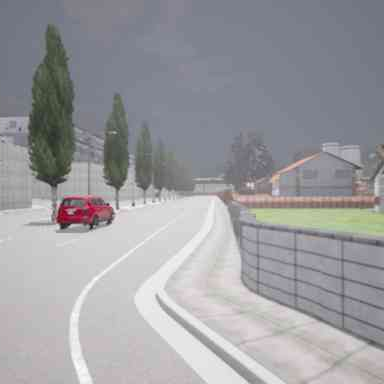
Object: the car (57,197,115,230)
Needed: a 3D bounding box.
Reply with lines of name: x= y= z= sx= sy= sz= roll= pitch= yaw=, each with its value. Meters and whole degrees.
car: x=-6.935 y=1.327 z=22.239 sx=2.150 sy=2.045 sz=5.566 roll=0 pitch=0 yaw=4
